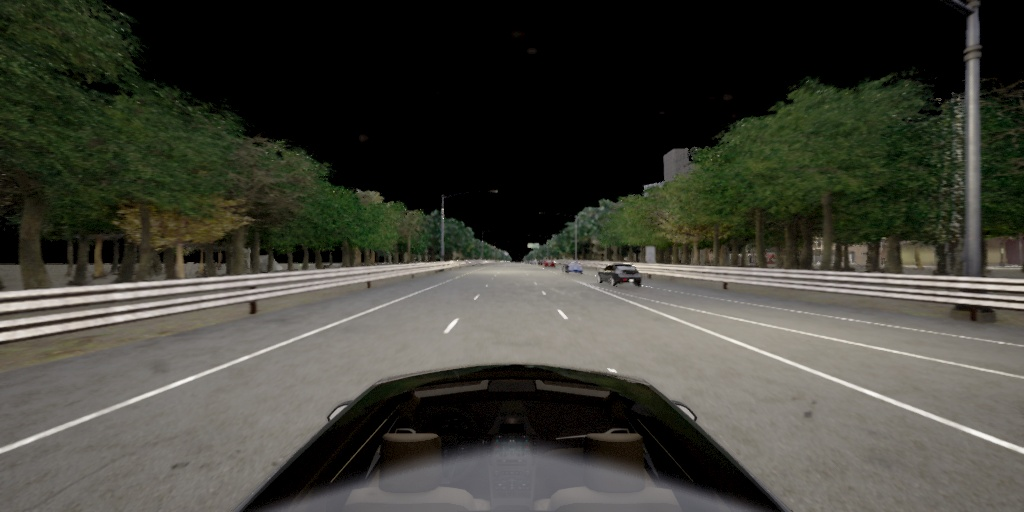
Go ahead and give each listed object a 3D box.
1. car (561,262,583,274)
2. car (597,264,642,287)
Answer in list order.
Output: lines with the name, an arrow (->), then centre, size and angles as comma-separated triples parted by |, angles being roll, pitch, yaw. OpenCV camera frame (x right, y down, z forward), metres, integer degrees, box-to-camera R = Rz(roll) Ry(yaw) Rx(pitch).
car -> 7.005, 1.391, 42.041 | 2.033, 1.411, 5.357 | 0, 0, 0
car -> 7.340, 1.309, 24.924 | 1.837, 1.490, 4.892 | 0, 0, -4
